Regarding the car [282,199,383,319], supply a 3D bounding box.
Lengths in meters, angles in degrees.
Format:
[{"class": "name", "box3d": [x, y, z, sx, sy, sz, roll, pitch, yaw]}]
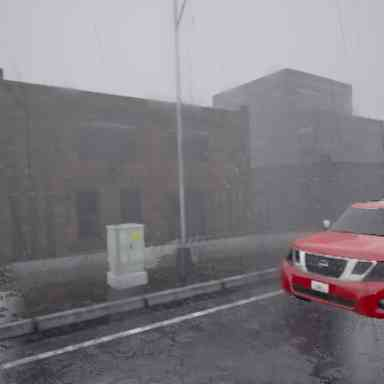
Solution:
[{"class": "car", "box3d": [4.358, 1.199, 7.099, 5.566, 2.045, 2.150, 0, 0, -35]}]
